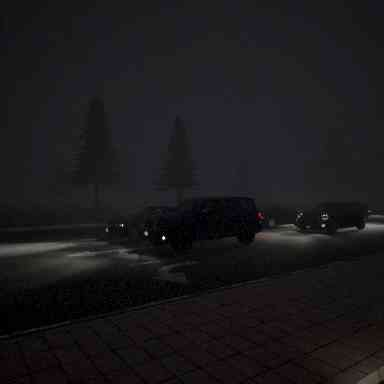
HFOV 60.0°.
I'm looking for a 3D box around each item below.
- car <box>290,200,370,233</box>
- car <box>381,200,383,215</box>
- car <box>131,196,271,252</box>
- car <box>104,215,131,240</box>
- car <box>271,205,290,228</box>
[{"bbox_3d":[8.252,1.352,19.685,4.553,1.767,2.097,0,0,-35],"label":"car"},{"bbox_3d":[20.780,1.505,32.822,4.892,1.490,1.837,0,0,-35],"label":"car"},{"bbox_3d":[0.538,1.221,14.195,5.566,2.045,2.150,0,0,-34],"label":"car"},{"bbox_3d":[-1.911,1.492,16.740,4.902,1.511,2.128,0,0,-35],"label":"car"},{"bbox_3d":[5.350,1.564,21.921,4.181,1.385,1.994,0,0,-36],"label":"car"}]
